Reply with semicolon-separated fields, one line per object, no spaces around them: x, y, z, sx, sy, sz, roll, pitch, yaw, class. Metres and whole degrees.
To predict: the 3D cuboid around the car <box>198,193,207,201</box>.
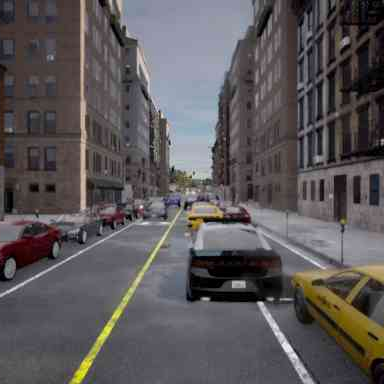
2.683;1.284;87.482;2.192;1.841;5.009;0;0;0;car

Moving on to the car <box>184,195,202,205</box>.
0.006;1.465;42.205;1.882;1.535;5.008;0;0;1;car

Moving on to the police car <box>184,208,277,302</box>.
0.823;1.424;8.435;1.930;1.638;5.238;0;0;0;police car

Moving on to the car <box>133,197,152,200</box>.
-5.390;1.431;32.549;1.967;1.590;4.097;0;0;0;car

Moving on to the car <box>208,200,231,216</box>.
2.635;1.536;32.550;1.887;1.381;4.507;0;0;0;car

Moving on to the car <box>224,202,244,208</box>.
2.635;1.539;21.185;1.887;1.381;4.507;0;0;0;car

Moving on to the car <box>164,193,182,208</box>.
-2.753;1.206;49.214;2.150;2.045;5.566;0;0;0;car

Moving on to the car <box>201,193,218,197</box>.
2.634;1.302;43.914;2.192;1.841;5.009;0;0;0;car

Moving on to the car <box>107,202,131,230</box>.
-5.390;1.539;21.185;1.887;1.381;4.507;0;0;0;car

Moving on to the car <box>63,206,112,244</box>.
-5.390;1.547;15.502;2.008;1.369;4.403;0;0;0;car

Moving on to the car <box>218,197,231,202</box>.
2.635;1.433;26.868;1.967;1.590;4.097;0;0;0;car

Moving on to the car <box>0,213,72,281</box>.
-5.390;1.542;9.820;1.887;1.381;4.507;0;0;0;car

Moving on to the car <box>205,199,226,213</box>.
2.635;1.540;38.232;2.008;1.369;4.403;0;0;0;car

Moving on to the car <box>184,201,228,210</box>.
0.716;1.478;18.353;1.882;1.535;5.008;0;0;2;car

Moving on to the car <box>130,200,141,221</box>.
-5.390;1.559;26.867;1.947;1.339;4.313;0;0;0;car

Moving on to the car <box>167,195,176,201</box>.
-5.418;1.520;87.480;2.008;1.369;4.403;0;0;0;car

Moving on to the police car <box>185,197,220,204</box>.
0.707;1.419;24.407;1.930;1.638;5.238;0;0;-2;police car

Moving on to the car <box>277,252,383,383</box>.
2.635;1.524;4.308;1.752;1.417;4.829;0;0;0;car

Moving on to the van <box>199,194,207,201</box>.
2.688;1.313;81.978;1.690;1.788;3.998;0;0;0;van

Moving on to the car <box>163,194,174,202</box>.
-5.422;1.289;76.473;2.192;1.841;5.009;0;0;0;car

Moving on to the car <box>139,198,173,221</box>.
-2.851;1.518;27.129;1.812;1.442;4.674;0;0;0;car
